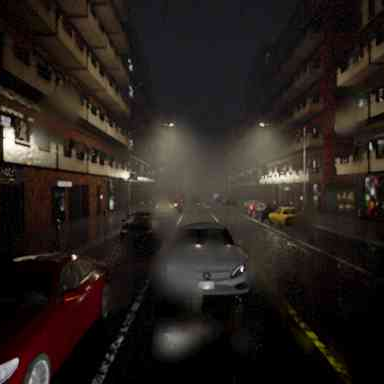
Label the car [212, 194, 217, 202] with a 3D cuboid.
[{"bbox_3d":[6.444,1.520,77.433,1.967,1.590,4.097,-1,0,0],"label":"car"}]

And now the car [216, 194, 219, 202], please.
[{"bbox_3d":[6.387,1.592,66.398,1.752,1.417,4.829,-1,0,0],"label":"car"}]

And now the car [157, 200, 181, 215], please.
[{"bbox_3d":[-2.201,1.577,27.087,2.008,1.369,4.403,-1,0,0],"label":"car"}]

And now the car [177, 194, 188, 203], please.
[{"bbox_3d":[-1.967,1.388,71.904,2.192,1.841,5.009,-1,0,0],"label":"car"}]

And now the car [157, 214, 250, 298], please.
[{"bbox_3d":[0.302,1.534,8.698,1.812,1.442,4.674,0,0,0],"label":"car"}]

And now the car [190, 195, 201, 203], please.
[{"bbox_3d":[0.720,1.421,68.733,2.097,1.767,4.553,0,0,0],"label":"car"}]

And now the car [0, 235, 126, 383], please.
[{"bbox_3d":[-2.320,1.587,4.679,1.802,1.307,4.206,-1,0,0],"label":"car"}]

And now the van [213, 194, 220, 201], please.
[{"bbox_3d":[6.502,1.434,88.636,1.690,1.788,3.998,-1,0,0],"label":"van"}]

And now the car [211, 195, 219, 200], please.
[{"bbox_3d":[6.535,1.650,94.238,2.008,1.369,4.403,-1,0,0],"label":"car"}]

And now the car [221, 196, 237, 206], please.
[{"bbox_3d":[6.327,1.621,55.024,1.947,1.339,4.313,-1,0,0],"label":"car"}]

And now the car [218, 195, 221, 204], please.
[{"bbox_3d":[6.356,1.612,60.627,2.008,1.369,4.403,-1,0,0],"label":"car"}]

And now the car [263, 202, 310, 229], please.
[{"bbox_3d":[6.149,1.546,21.582,1.752,1.417,4.829,-1,0,0],"label":"car"}]

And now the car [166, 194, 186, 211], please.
[{"bbox_3d":[-2.145,1.352,38.292,2.192,1.841,5.009,-1,0,0],"label":"car"}]

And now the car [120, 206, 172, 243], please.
[{"bbox_3d":[-2.261,1.566,15.884,2.008,1.369,4.403,-1,0,0],"label":"car"}]

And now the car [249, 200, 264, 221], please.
[{"bbox_3d":[6.178,1.592,27.014,1.947,1.339,4.313,-1,0,0],"label":"car"}]

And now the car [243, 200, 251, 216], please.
[{"bbox_3d":[6.206,1.472,32.617,1.967,1.590,4.097,-1,0,0],"label":"car"}]

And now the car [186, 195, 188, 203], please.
[{"bbox_3d":[-1.994,1.618,66.301,2.008,1.369,4.403,-1,0,0],"label":"car"}]
